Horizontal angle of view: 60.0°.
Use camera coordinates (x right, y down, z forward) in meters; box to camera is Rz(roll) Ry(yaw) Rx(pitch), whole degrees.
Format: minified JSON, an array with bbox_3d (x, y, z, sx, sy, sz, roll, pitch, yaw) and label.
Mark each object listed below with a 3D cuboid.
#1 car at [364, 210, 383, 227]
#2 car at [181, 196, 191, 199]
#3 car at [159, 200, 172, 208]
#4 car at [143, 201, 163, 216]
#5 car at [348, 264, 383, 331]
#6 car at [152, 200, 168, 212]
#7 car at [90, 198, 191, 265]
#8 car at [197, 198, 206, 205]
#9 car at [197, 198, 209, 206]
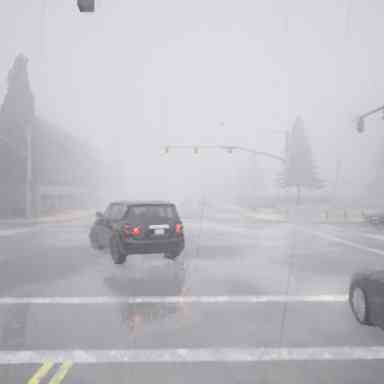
[{"bbox_3d":[14.670,1.695,23.273,4.892,1.490,1.837,0,0,-1],"label":"car"},{"bbox_3d":[-1.173,2.060,66.073,1.837,1.490,4.892,0,0,-1],"label":"car"},{"bbox_3d":[-4.538,2.046,57.096,1.994,1.385,4.181,0,0,-1],"label":"car"},{"bbox_3d":[-4.338,1.846,37.824,1.812,1.442,4.674,0,0,-1],"label":"car"},{"bbox_3d":[3.713,1.540,4.236,1.837,1.490,4.892,0,-1,3],"label":"car"},{"bbox_3d":[-4.453,1.877,47.215,1.882,1.535,5.008,0,0,-1],"label":"car"},{"bbox_3d":[-2.237,1.328,12.523,2.150,2.045,5.566,1,-1,-27],"label":"car"},{"bbox_3d":[2.175,2.192,76.188,1.994,1.385,4.181,0,0,-1],"label":"car"},{"bbox_3d":[2.324,1.908,66.282,2.097,1.767,4.553,0,0,-1],"label":"car"}]
